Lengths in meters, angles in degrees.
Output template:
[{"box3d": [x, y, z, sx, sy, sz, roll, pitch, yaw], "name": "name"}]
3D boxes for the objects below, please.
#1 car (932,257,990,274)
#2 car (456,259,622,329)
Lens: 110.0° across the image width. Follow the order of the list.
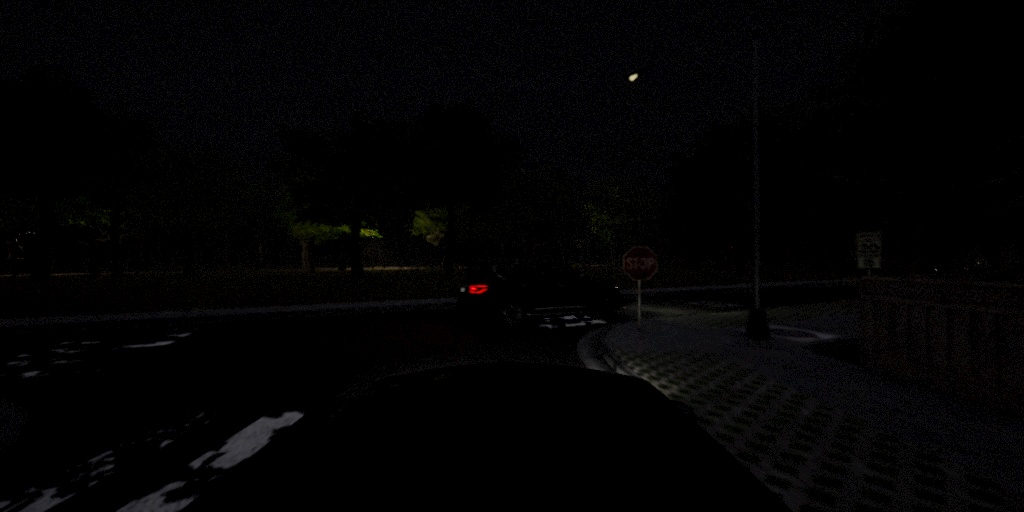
[{"box3d": [39.613, 1.113, 31.615, 5.566, 2.045, 2.150, 0, -1, -23], "name": "car"}, {"box3d": [0.962, 1.113, 11.886, 5.566, 2.045, 2.150, 0, -1, -23], "name": "car"}]
